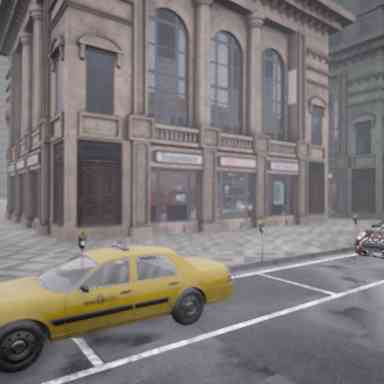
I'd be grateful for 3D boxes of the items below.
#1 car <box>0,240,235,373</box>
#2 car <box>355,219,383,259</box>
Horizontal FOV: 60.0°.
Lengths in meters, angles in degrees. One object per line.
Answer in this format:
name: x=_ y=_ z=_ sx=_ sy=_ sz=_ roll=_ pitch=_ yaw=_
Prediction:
car: x=-1.452 y=1.545 z=5.619 sx=4.829 sy=1.417 sz=1.752 roll=1 pitch=-1 yaw=-36
car: x=7.803 y=1.568 z=12.232 sx=4.097 sy=1.590 sz=1.967 roll=1 pitch=-1 yaw=-36
